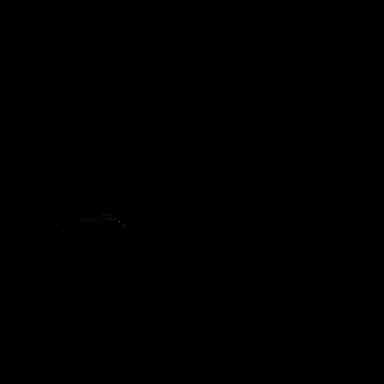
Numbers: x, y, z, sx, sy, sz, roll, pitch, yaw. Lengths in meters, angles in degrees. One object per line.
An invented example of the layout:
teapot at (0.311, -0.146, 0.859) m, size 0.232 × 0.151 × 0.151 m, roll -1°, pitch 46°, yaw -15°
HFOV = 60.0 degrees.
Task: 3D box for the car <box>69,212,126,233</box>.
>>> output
car at (-7.155, 2.204, 24.331) m, size 4.674 × 1.442 × 1.812 m, roll -1°, pitch -2°, yaw 8°
